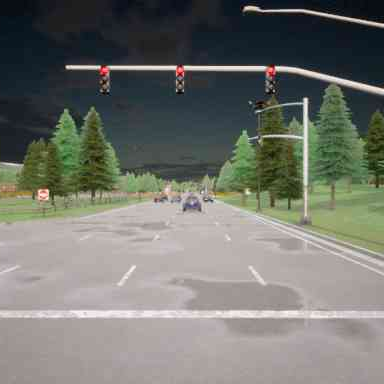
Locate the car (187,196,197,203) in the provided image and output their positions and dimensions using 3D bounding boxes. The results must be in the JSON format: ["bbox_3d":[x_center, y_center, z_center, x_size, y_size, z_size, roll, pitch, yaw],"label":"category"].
[{"bbox_3d":[0.014,1.544,70.746,1.994,1.385,4.181,0,0,0],"label":"car"}]

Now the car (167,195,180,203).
[{"bbox_3d":[-3.486,1.531,70.363,2.033,1.411,5.357,0,0,0],"label":"car"}]

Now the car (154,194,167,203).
[{"bbox_3d":[-6.986,1.517,70.781,1.812,1.442,4.674,0,0,0],"label":"car"}]

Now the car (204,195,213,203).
[{"bbox_3d":[3.514,1.588,70.809,1.895,1.301,4.718,0,0,0],"label":"car"}]

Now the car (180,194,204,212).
[{"bbox_3d":[0.008,1.352,39.720,2.097,1.767,4.553,0,0,0],"label":"car"}]

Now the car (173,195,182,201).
[{"bbox_3d":[-3.484,1.372,80.783,2.033,1.411,5.357,0,0,0],"label":"car"}]

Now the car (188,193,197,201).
[{"bbox_3d":[0.016,1.188,80.753,2.097,1.767,4.553,0,0,0],"label":"car"}]

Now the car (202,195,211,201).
[{"bbox_3d":[3.516,1.372,80.782,2.033,1.411,5.357,0,0,0],"label":"car"}]
